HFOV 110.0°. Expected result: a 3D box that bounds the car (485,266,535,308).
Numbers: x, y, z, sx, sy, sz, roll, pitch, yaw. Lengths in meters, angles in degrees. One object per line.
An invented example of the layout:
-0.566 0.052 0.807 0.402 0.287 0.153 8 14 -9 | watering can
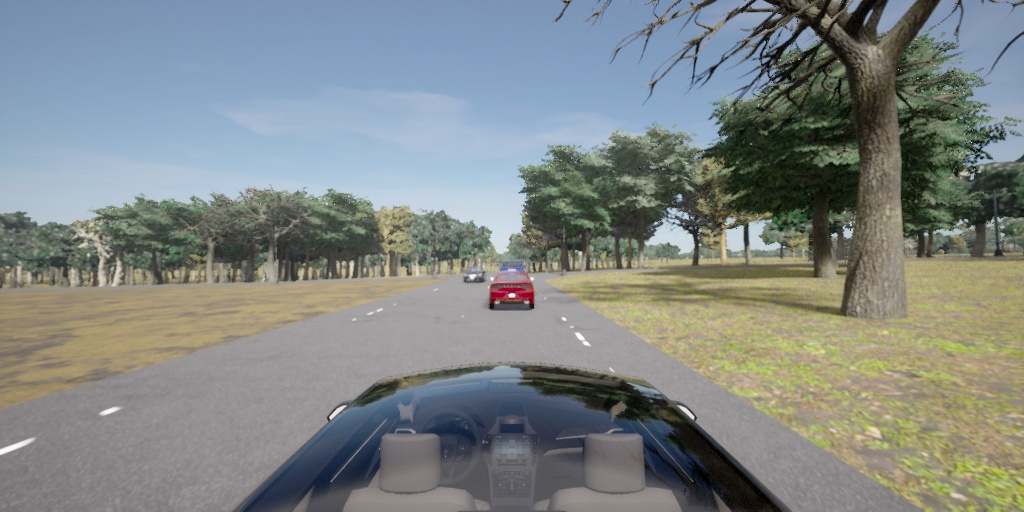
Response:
0.006 1.408 16.368 1.882 1.535 5.008 0 -1 0 | car

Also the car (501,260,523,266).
-0.001 1.402 30.898 2.150 2.045 5.566 0 -1 0 | car

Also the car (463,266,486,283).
-3.507 1.741 34.333 2.128 1.511 4.902 0 -1 0 | car
